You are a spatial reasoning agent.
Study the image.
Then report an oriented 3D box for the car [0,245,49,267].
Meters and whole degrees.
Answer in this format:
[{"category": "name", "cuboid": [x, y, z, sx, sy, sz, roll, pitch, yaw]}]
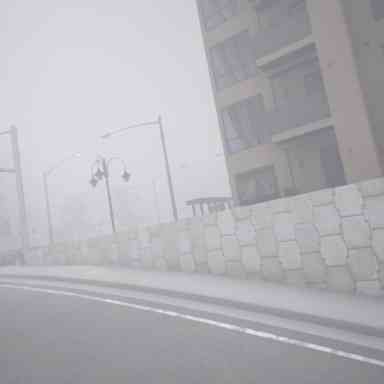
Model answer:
[{"category": "car", "cuboid": [-14.632, 5.689, 29.943, 1.837, 1.490, 4.892, -15, -8, 35]}]
